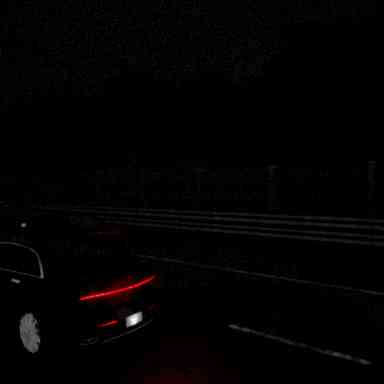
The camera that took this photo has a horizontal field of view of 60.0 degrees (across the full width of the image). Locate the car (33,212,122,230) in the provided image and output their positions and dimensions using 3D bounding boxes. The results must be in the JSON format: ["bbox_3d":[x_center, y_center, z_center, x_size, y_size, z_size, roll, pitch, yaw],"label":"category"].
[{"bbox_3d":[-4.574,1.443,11.548,5.008,1.535,1.882,0,0,35],"label":"car"}]

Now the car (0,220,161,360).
[{"bbox_3d":[-2.760,1.486,5.958,4.892,1.490,1.837,0,0,35],"label":"car"}]
